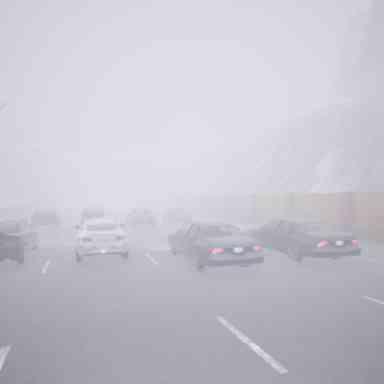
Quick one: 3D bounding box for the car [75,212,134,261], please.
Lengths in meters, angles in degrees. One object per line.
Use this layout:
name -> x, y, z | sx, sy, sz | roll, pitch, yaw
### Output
car -> -3.625, 1.748, 13.264 | 1.812, 1.442, 4.674 | 0, -1, -17

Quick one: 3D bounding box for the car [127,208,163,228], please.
car -> -3.949, 1.944, 25.728 | 2.033, 1.411, 5.357 | 0, -1, -17

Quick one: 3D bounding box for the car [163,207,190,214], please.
car -> -1.372, 1.982, 29.280 | 1.994, 1.385, 4.181 | 0, -1, -17

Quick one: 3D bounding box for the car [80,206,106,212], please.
car -> -8.275, 1.951, 27.906 | 1.882, 1.535, 5.008 | 0, 0, -17

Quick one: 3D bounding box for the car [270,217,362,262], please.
car -> 3.857, 1.682, 12.786 | 2.033, 1.411, 5.357 | 0, -1, -18

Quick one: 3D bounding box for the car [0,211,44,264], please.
car -> -7.091, 1.729, 12.616 | 1.882, 1.535, 5.008 | 0, -1, -17

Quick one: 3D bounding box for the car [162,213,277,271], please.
car -> 0.540, 1.703, 11.670 | 2.033, 1.411, 5.357 | 0, -1, -18

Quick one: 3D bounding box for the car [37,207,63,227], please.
car -> -11.609, 1.972, 26.843 | 1.882, 1.535, 5.008 | 0, 0, -17
